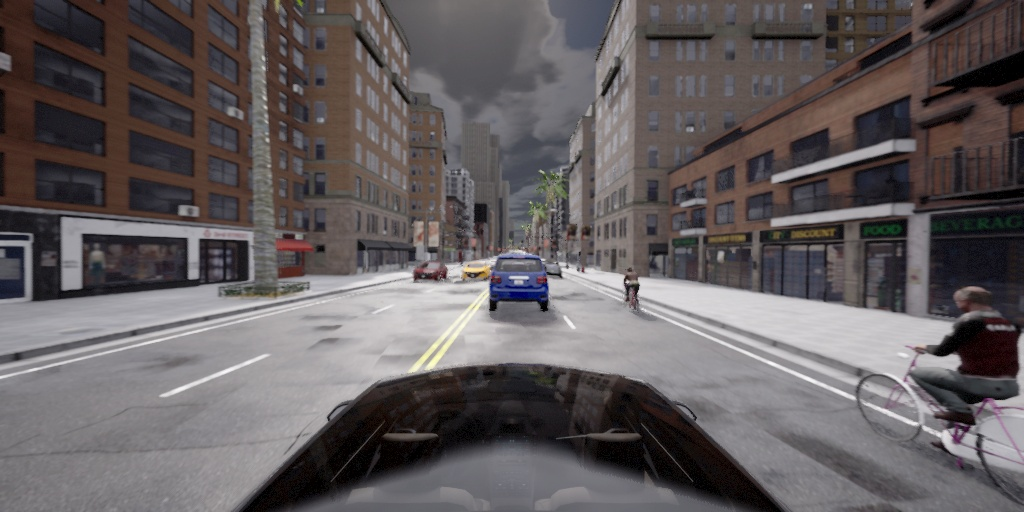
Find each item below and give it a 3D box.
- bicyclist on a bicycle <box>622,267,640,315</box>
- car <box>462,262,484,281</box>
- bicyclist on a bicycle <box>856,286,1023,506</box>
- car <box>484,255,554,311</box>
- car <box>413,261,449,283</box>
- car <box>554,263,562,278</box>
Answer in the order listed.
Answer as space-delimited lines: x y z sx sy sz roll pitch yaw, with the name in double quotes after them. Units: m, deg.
4.284 1.241 12.875 0.582 1.620 1.656 1 0 1 "bicyclist on a bicycle"
-2.955 1.224 29.827 1.882 1.535 5.008 0 0 1 "car"
4.143 1.156 3.418 0.659 1.776 1.843 0 0 1 "bicyclist on a bicycle"
0.269 0.975 14.707 2.150 2.045 5.566 0 0 1 "car"
-6.235 1.192 27.931 1.882 1.535 5.008 0 0 1 "car"
3.799 1.379 35.320 1.994 1.385 4.181 0 0 1 "car"
